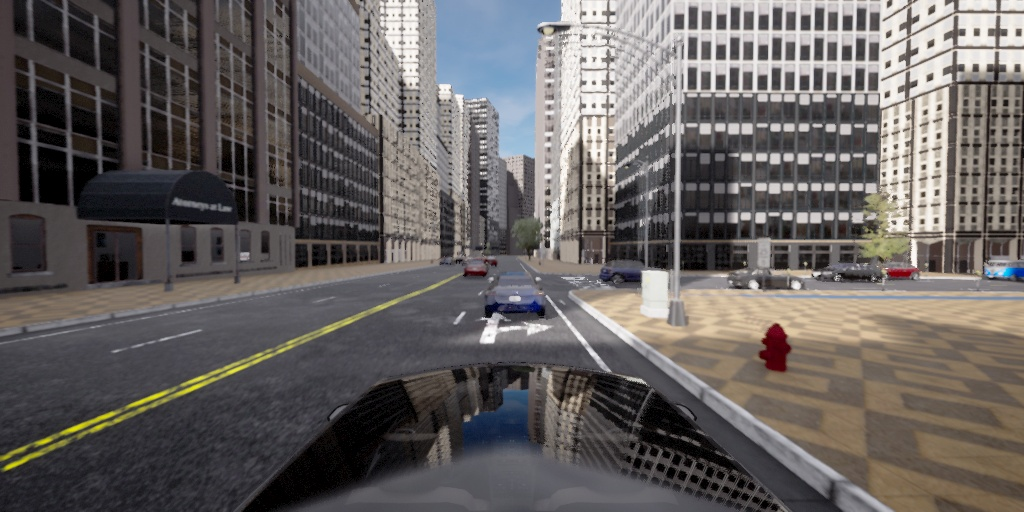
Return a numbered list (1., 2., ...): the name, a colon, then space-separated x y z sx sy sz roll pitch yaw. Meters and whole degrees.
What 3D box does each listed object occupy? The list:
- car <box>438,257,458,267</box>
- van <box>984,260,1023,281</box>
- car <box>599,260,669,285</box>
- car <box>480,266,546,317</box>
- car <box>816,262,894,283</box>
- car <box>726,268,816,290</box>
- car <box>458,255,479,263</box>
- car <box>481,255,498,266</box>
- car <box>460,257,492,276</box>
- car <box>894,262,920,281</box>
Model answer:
1. car: -9.807 0.887 54.649 2.033 1.411 5.357 0 0 1
2. van: 44.022 1.276 31.414 3.998 1.789 1.690 0 0 -1
3. car: 8.597 1.077 25.253 4.553 1.767 2.097 0 2 -6
4. car: 0.102 1.228 12.737 1.994 1.385 4.181 0 0 0
5. car: 26.652 1.319 28.578 4.902 1.511 2.128 1 1 -1
6. car: 15.912 1.415 22.552 4.403 1.370 2.007 0 0 -1
7. car: -6.563 0.865 54.647 1.812 1.442 4.674 0 0 0
8. car: -3.152 0.819 54.408 1.882 1.535 5.008 0 0 0
9. car: -3.154 1.045 32.357 1.994 1.385 4.181 0 1 0
10. car: 32.741 1.265 31.272 4.097 1.591 1.967 0 0 -1
